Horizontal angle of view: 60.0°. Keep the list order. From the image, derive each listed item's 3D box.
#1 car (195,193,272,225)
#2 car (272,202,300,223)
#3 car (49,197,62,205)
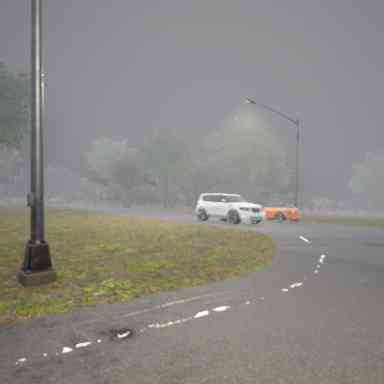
[{"bbox_3d":[2.475,1.116,22.973,2.150,2.045,5.566,4,-3,-35],"label":"car"},{"bbox_3d":[6.978,1.647,28.722,2.097,1.767,4.553,4,-3,-35],"label":"car"},{"bbox_3d":[-31.343,2.067,76.047,2.097,1.767,4.553,4,-3,-28],"label":"car"}]
